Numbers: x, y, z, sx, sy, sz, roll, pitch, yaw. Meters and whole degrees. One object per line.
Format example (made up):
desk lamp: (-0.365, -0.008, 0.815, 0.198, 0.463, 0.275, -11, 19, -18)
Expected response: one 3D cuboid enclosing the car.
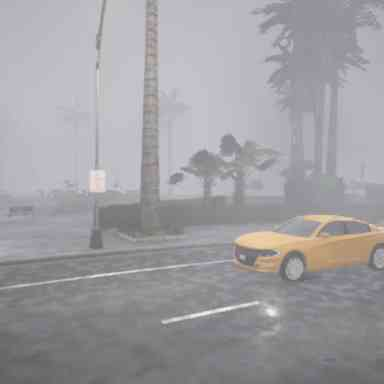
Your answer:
car: (3.565, 1.411, 9.520, 5.008, 1.535, 1.882, 1, 0, -24)
